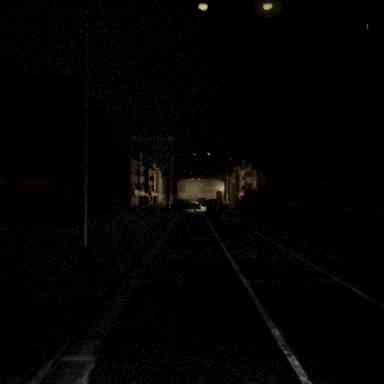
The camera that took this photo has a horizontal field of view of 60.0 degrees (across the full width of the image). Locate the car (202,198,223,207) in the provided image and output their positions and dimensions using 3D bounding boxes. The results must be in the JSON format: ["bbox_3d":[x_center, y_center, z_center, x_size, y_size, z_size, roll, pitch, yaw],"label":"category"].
[{"bbox_3d":[2.652,1.759,38.584,2.192,1.841,5.009,1,-1,0],"label":"car"}]

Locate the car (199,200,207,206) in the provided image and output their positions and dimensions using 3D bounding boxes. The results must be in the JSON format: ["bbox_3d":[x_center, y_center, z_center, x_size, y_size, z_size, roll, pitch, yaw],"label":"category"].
[{"bbox_3d":[2.652,2.572,81.319,1.887,1.381,4.507,0,-1,0],"label":"car"}]

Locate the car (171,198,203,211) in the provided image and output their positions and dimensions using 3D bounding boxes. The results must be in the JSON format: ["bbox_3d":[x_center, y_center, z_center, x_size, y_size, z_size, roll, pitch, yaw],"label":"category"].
[{"bbox_3d":[-0.917,1.914,50.287,4.553,1.767,2.097,0,-1,0],"label":"car"}]

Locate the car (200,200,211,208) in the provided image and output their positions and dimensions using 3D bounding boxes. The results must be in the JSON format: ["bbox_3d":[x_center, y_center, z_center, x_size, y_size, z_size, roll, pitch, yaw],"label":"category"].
[{"bbox_3d":[2.651,2.339,65.009,1.887,1.381,4.507,1,-1,0],"label":"car"}]

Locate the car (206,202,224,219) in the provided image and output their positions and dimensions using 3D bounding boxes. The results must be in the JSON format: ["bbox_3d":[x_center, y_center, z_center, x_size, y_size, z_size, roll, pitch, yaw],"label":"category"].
[{"bbox_3d":[2.649,1.959,33.132,1.802,1.307,4.206,1,-1,0],"label":"car"}]

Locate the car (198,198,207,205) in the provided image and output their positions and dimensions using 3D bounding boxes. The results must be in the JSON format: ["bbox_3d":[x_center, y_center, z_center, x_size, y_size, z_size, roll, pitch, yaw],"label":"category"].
[{"bbox_3d":[2.654,2.422,86.759,2.192,1.841,5.009,0,-1,0],"label":"car"}]

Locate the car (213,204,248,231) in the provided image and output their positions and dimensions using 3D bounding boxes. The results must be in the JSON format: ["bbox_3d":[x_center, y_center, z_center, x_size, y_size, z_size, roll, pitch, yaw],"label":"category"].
[{"bbox_3d":[2.649,1.774,22.404,1.752,1.417,4.829,1,-1,0],"label":"car"}]
